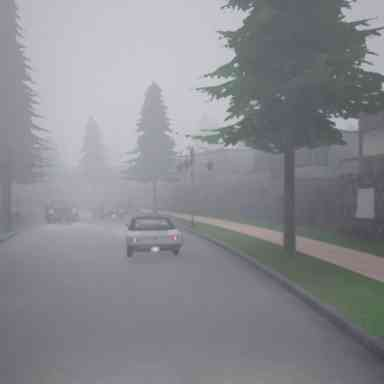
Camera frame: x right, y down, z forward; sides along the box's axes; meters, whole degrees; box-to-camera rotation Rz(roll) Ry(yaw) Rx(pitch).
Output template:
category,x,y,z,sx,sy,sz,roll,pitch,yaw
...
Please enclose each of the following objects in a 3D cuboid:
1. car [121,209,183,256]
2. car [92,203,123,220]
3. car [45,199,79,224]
category,x,y,z,sx,sy,sz,roll,pitch,yaw
car,-1.694,1.583,13.077,1.895,1.301,4.718,0,0,-13
car,-7.113,1.578,28.010,1.895,1.301,4.718,0,0,-27
car,-9.933,1.347,25.213,2.097,1.767,4.553,0,0,-27
